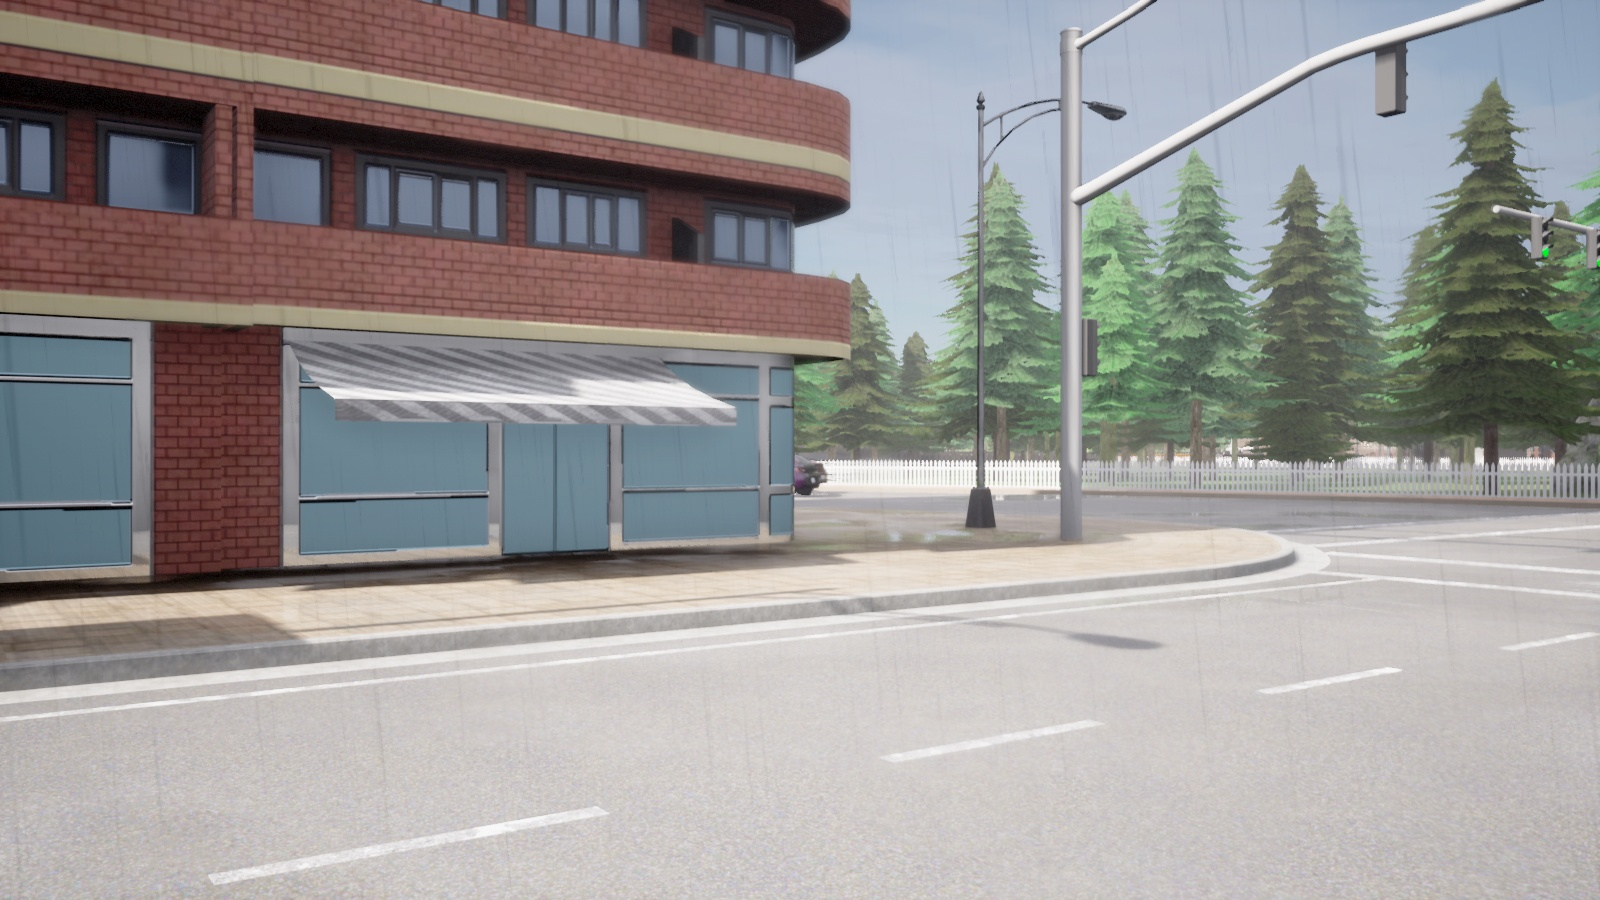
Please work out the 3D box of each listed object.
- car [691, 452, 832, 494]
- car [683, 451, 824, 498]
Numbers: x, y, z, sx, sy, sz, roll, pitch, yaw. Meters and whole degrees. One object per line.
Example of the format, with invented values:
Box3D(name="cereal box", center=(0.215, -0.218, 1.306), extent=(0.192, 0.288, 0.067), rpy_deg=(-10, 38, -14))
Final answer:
Box3D(name="car", center=(-1.364, 0.797, 44.514), extent=(4.674, 1.442, 1.812), rpy_deg=(0, 0, 22))
Box3D(name="car", center=(-1.516, 0.778, 40.805), extent=(4.193, 1.474, 1.816), rpy_deg=(0, 0, 24))
